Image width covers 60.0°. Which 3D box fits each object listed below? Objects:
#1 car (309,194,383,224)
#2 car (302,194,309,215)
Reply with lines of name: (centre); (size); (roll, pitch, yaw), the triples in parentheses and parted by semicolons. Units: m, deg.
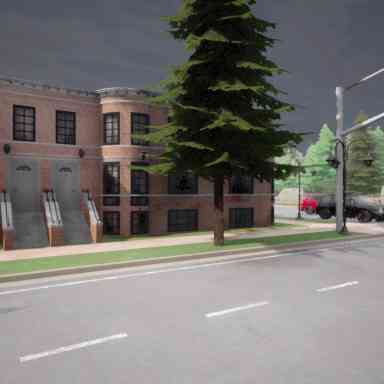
car: (12.171, 1.222, 25.497); (2.150, 2.045, 5.566); (0, 0, -29)
car: (12.913, 1.222, 31.178); (2.150, 2.045, 5.566); (0, 0, -30)
